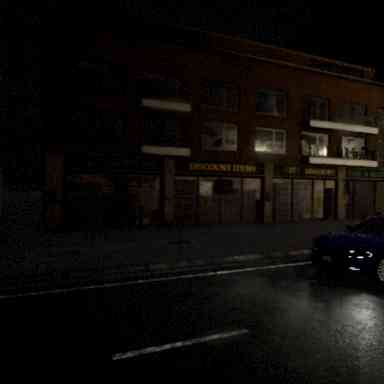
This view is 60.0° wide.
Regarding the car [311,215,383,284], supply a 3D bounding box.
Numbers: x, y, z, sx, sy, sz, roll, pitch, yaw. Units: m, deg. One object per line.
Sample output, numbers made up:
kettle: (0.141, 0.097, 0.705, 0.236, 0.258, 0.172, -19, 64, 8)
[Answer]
car: (5.609, 1.379, 9.239, 5.008, 1.535, 1.882, 0, 1, -24)
